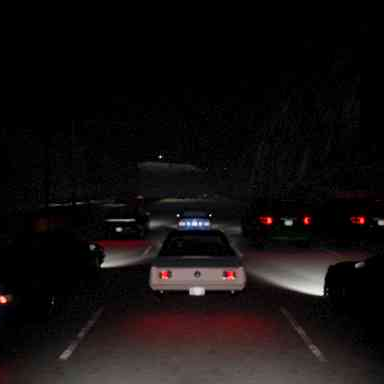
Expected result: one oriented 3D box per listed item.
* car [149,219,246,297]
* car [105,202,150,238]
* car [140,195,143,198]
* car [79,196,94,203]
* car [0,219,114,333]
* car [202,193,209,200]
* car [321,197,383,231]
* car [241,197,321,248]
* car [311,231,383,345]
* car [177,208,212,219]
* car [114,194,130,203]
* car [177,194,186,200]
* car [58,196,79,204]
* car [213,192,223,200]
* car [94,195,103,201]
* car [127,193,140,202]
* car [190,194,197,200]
[{"bbox_3d":[0.109,1.617,8.600,1.895,1.301,4.718,0,0,0],"label":"car"},{"bbox_3d":[-3.378,1.525,17.745,2.128,1.511,4.902,0,0,0],"label":"car"},{"bbox_3d":[-13.714,1.496,85.100,1.812,1.442,4.674,0,1,1],"label":"car"},{"bbox_3d":[-24.312,1.652,74.575,1.895,1.301,4.718,0,0,1],"label":"car"},{"bbox_3d":[-3.393,1.561,7.169,2.033,1.411,5.357,0,0,0],"label":"car"},{"bbox_3d":[3.864,1.394,93.386,2.128,1.511,4.902,0,1,1],"label":"car"},{"bbox_3d":[7.110,1.250,15.121,2.150,2.045,5.566,0,0,0],"label":"car"},{"bbox_3d":[3.612,1.250,15.086,2.150,2.045,5.566,0,0,0],"label":"car"},{"bbox_3d":[3.603,1.574,5.033,1.994,1.385,4.181,0,0,0],"label":"car"},{"bbox_3d":[0.123,1.582,18.435,2.033,1.411,5.357,0,0,0],"label":"car"},{"bbox_3d":[-13.898,1.586,64.827,1.837,1.490,4.892,0,0,0],"label":"car"},{"bbox_3d":[-3.136,1.347,93.446,1.882,1.535,5.008,0,1,1],"label":"car"},{"bbox_3d":[-24.398,1.568,64.893,1.882,1.535,5.008,0,0,0],"label":"car"},{"bbox_3d":[7.364,1.094,93.383,2.150,2.045,5.566,0,1,1],"label":"car"},{"bbox_3d":[-24.219,1.530,84.648,1.994,1.385,4.181,0,1,1],"label":"car"},{"bbox_3d":[-13.808,1.279,74.920,2.150,2.045,5.566,0,0,1],"label":"car"},{"bbox_3d":[0.367,1.420,93.795,1.994,1.385,4.181,0,1,1],"label":"car"}]
